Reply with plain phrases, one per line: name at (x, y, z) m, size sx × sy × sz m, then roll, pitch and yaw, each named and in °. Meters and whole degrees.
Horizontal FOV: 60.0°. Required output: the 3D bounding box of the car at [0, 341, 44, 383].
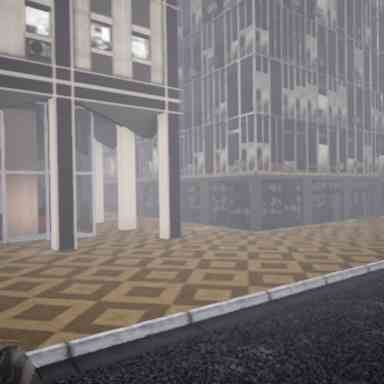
car at (-2.799, 1.572, 1.381) m, size 4.181 × 1.385 × 1.994 m, roll 0°, pitch 0°, yaw -36°
